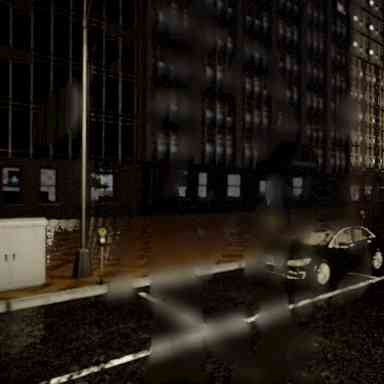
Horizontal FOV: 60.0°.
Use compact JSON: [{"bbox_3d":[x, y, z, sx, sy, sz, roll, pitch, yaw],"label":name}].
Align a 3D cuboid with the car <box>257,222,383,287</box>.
[{"bbox_3d":[3.680,1.531,9.174,4.403,1.369,2.008,0,1,-35],"label":"car"}]
